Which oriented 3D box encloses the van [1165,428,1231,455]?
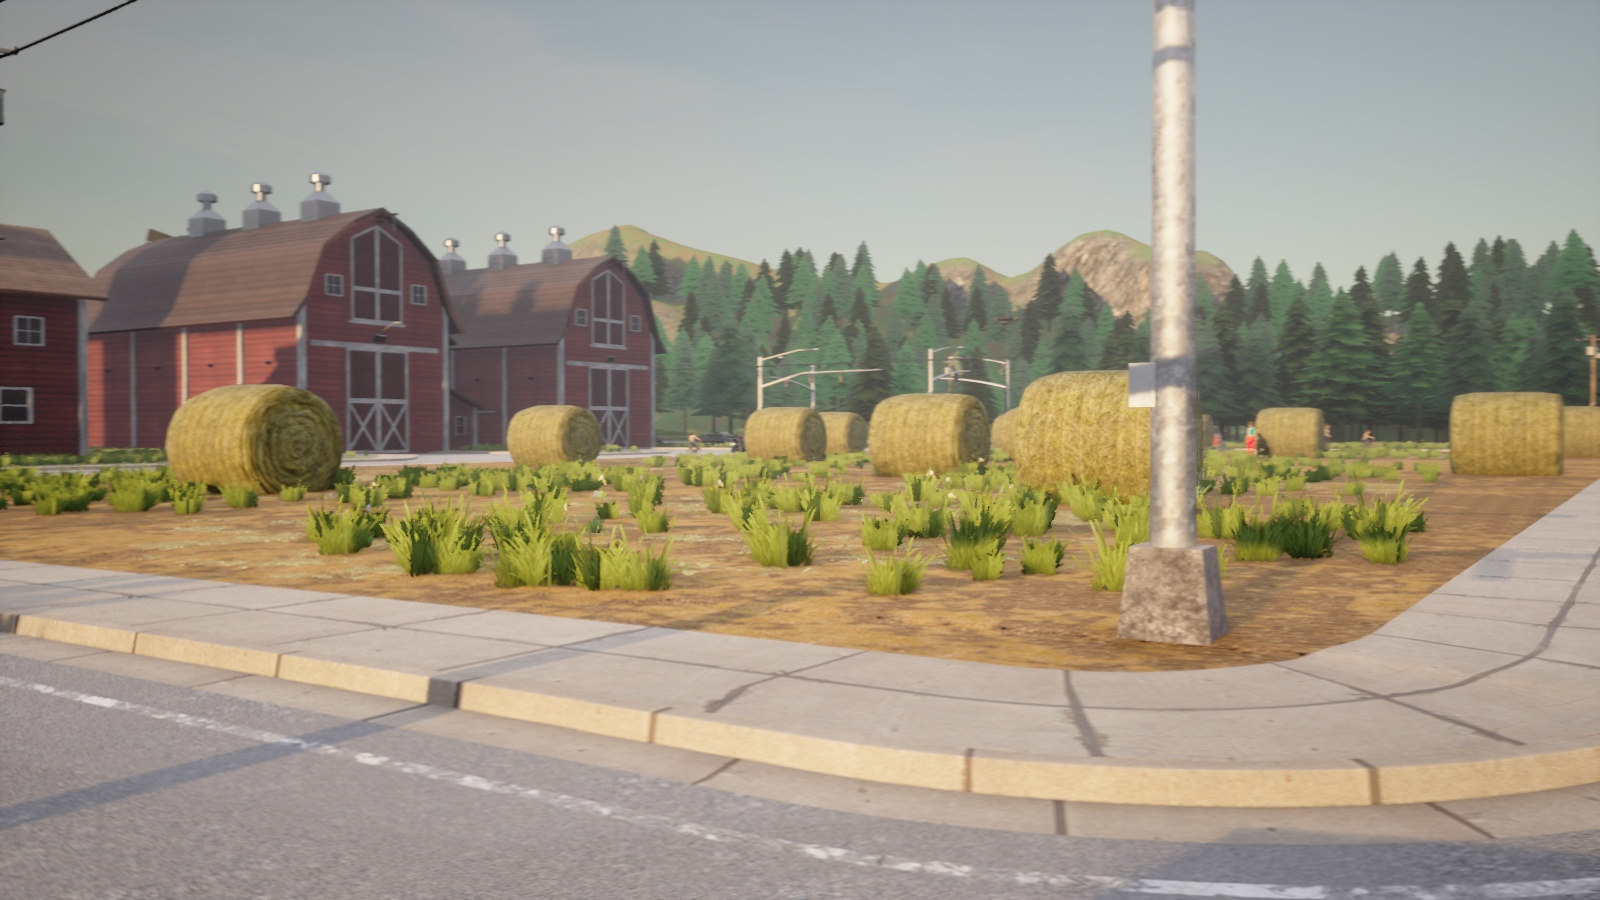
[{"bbox_3d":[29.982,-0.643,94.626,4.442,1.987,1.775,1,1,32],"label":"van"}]

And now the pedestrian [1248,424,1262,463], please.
[{"bbox_3d":[21.969,-0.322,60.592,0.345,1.836,0.594,0,1,-14],"label":"pedestrian"}]
